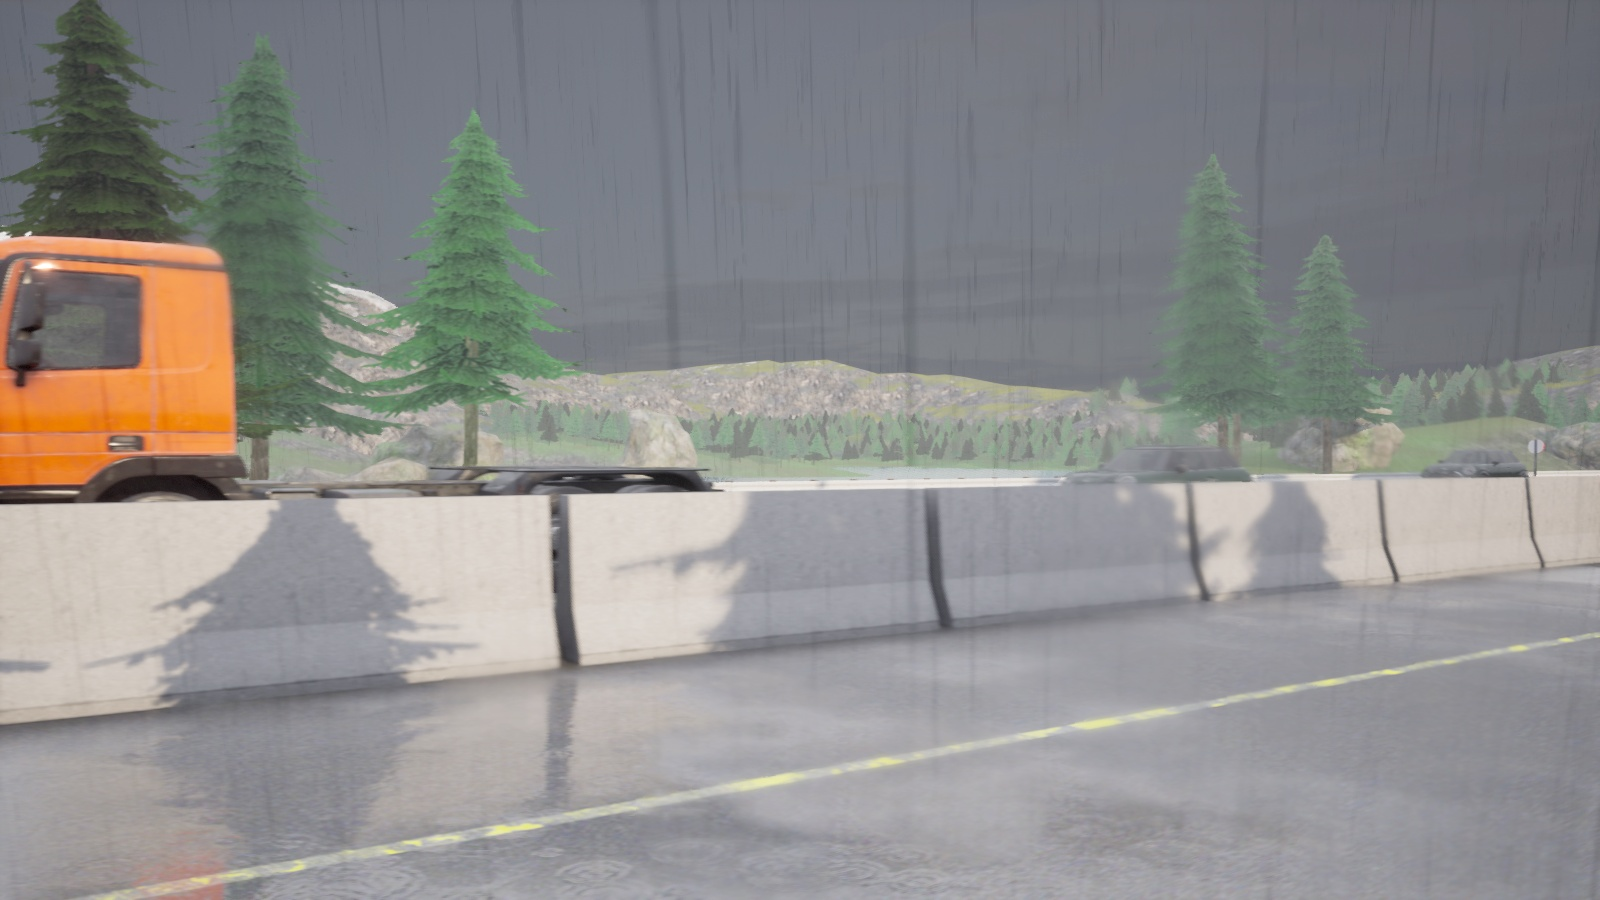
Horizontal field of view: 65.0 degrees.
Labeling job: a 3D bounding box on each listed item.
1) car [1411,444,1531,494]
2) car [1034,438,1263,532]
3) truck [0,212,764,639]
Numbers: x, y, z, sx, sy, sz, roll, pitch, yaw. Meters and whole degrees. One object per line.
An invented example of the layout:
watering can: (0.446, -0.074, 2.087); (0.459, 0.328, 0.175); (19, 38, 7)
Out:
car: (25.014, 0.664, 46.748); (4.553, 1.767, 2.097); (0, 0, -35)
car: (7.176, 0.650, 25.740); (4.553, 1.767, 2.097); (0, 0, -35)
truck: (-4.494, -0.195, 13.326); (7.936, 3.462, 2.891); (0, 0, -35)
